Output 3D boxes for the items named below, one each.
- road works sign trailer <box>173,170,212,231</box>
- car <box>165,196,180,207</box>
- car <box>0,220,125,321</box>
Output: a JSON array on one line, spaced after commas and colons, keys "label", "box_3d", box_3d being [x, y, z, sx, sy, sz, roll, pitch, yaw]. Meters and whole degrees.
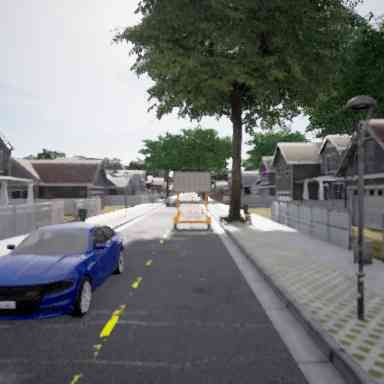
[{"label": "road works sign trailer", "box_3d": [0.011, 0.439, 20.599, 2.380, 3.560, 2.880, 0, 0, 0]}, {"label": "car", "box_3d": [-2.817, 1.402, 48.209, 2.128, 1.511, 4.902, 0, 0, 0]}, {"label": "car", "box_3d": [-2.848, 1.470, 7.646, 1.882, 1.535, 5.008, 0, 0, 0]}]
